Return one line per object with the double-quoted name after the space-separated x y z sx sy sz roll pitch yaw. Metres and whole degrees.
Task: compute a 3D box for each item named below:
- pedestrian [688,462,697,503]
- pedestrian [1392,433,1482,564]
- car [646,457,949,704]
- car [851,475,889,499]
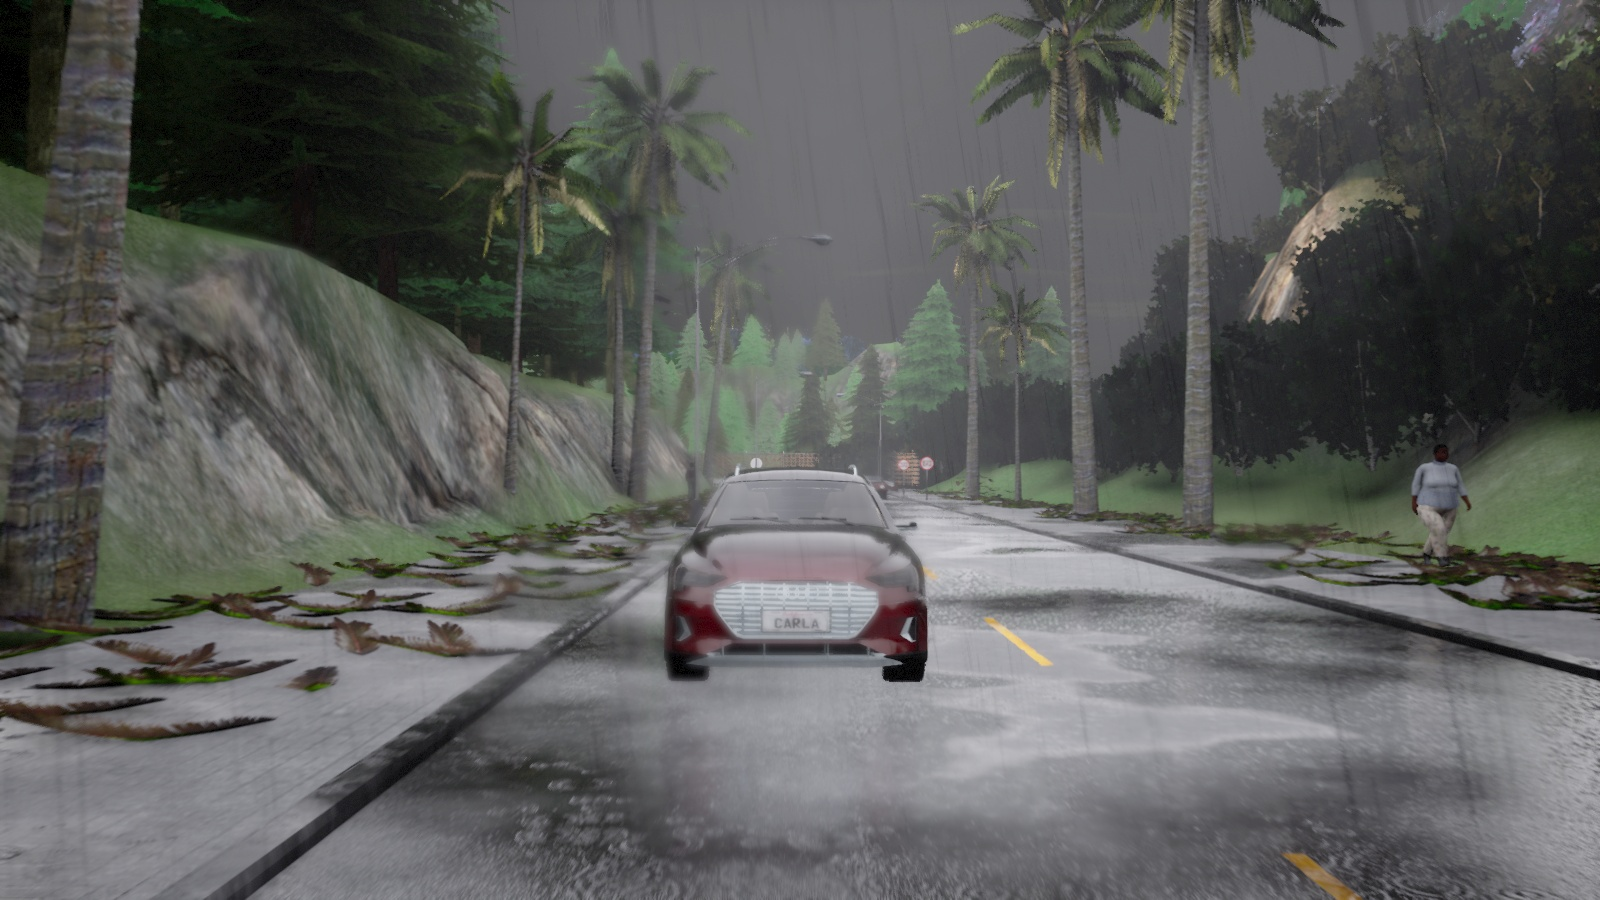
-5.158 1.542 60.159 0.402 1.930 0.666 0 -1 0 "pedestrian"
9.236 0.695 18.244 0.874 1.855 0.900 0 -1 5 "pedestrian"
-0.024 0.928 10.879 2.033 1.649 4.856 0 -1 0 "car"
3.915 2.086 70.880 1.895 1.301 4.718 0 -1 0 "car"
